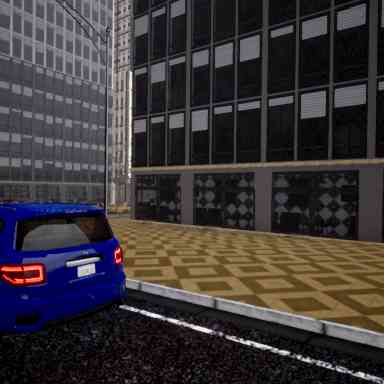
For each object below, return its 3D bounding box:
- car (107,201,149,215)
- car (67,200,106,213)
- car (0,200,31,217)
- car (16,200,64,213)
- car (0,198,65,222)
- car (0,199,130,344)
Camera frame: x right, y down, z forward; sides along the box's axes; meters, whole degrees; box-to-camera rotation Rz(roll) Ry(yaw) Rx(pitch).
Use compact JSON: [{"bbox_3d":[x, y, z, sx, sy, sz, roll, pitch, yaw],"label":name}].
[{"bbox_3d":[-7.364,1.830,38.752,1.752,1.417,4.829,1,0,36],"label":"car"},{"bbox_3d":[-12.948,1.762,40.937,1.994,1.385,4.181,1,0,36],"label":"car"},{"bbox_3d":[-18.860,1.616,32.917,1.837,1.490,4.892,1,0,36],"label":"car"},{"bbox_3d":[-17.660,1.643,38.916,1.752,1.417,4.829,1,0,36],"label":"car"},{"bbox_3d":[-14.162,1.519,29.541,2.192,1.841,5.009,1,0,36],"label":"car"},{"bbox_3d":[-3.716,1.218,6.333,5.566,2.045,2.150,0,0,35],"label":"car"}]
